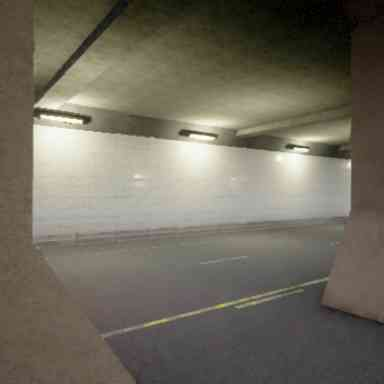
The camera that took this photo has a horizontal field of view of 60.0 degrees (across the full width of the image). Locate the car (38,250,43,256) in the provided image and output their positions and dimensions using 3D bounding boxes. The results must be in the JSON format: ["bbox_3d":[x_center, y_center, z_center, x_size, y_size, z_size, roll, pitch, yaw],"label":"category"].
[{"bbox_3d":[-4.756,1.487,4.896,4.902,1.511,2.128,0,0,-35],"label":"car"}]
